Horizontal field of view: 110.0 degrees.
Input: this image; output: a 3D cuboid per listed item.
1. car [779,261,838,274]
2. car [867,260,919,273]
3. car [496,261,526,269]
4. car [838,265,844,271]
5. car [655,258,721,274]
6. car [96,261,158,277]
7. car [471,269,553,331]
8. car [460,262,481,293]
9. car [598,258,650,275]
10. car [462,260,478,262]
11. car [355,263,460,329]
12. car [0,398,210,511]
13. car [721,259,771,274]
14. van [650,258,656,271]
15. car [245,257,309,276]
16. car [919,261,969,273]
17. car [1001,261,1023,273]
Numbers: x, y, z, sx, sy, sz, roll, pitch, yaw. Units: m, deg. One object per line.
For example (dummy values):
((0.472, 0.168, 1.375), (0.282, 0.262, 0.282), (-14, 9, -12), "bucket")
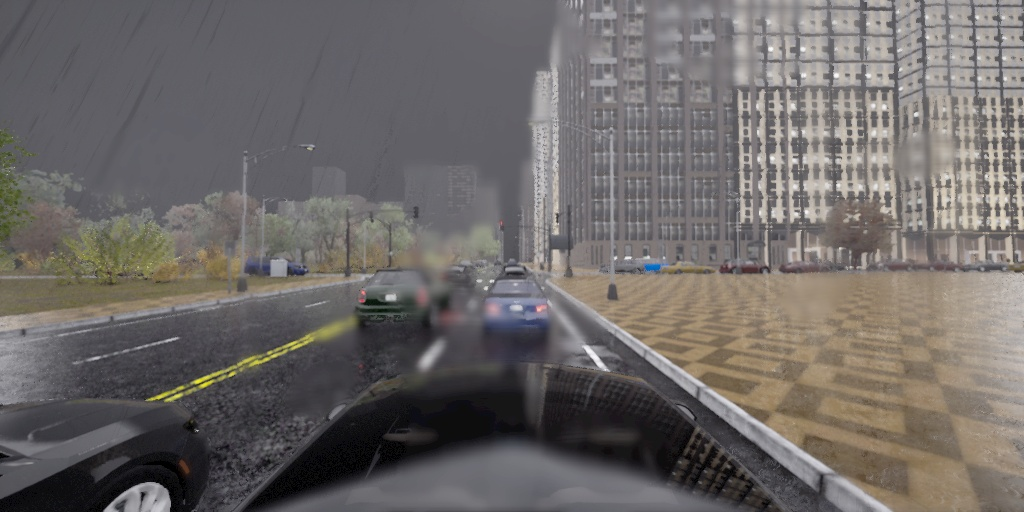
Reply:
((27.362, 1.108, 33.548), (4.207, 1.307, 1.802), (0, 0, -1), "car")
((43.962, 1.131, 41.752), (4.097, 1.591, 1.967), (0, 0, -1), "car")
((0.126, 1.270, 21.535), (1.837, 1.490, 4.892), (0, 0, -1), "car")
((33.079, 1.263, 39.035), (4.718, 1.301, 1.895), (0, -2, -1), "car")
((16.364, 1.107, 33.427), (4.829, 1.417, 1.751), (0, 0, -1), "car")
((-37.718, 1.309, 35.239), (4.553, 1.767, 2.097), (-1, -2, 1), "car")
((0.114, 1.299, 10.976), (2.033, 1.411, 5.357), (0, 0, 0), "car")
((-3.126, 1.269, 21.137), (1.837, 1.490, 4.892), (0, 0, 0), "car")
((11.839, 1.259, 38.819), (4.902, 1.511, 2.128), (0, -2, 0), "car")
((-6.524, 1.348, 52.128), (1.882, 1.535, 5.008), (0, 0, 0), "car")
((-3.139, 1.104, 11.455), (2.097, 1.767, 4.553), (0, 0, 0), "car")
((-3.152, 1.254, 0.631), (1.837, 1.490, 4.892), (0, 0, 0), "car")
((21.778, 0.993, 33.486), (4.097, 1.591, 1.967), (0, 0, -1), "car")
((15.994, 1.165, 41.445), (3.998, 1.789, 1.690), (0, 0, -1), "van")
((-23.103, 1.090, 35.299), (5.566, 2.045, 2.150), (0, -2, -1), "car")
((49.555, 1.211, 41.813), (4.507, 1.381, 1.888), (0, 0, -1), "car")
((49.868, 0.948, 33.782), (4.829, 1.417, 1.751), (0, 0, -1), "car")
